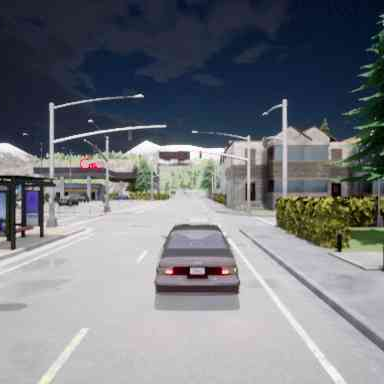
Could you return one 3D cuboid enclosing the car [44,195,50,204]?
[{"bbox_3d":[-25.859,1.258,61.028,1.932,1.855,4.605,0,0,0],"label":"car"}]

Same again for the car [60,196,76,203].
[{"bbox_3d":[-25.916,1.517,69.508,1.970,1.475,3.806,0,0,0],"label":"car"}]

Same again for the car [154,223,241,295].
[{"bbox_3d":[0.105,1.543,8.828,2.033,1.411,5.357,0,0,0],"label":"car"}]

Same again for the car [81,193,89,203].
[{"bbox_3d":[-22.590,1.233,68.904,1.905,1.878,3.866,0,0,0],"label":"car"}]

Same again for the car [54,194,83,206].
[{"bbox_3d":[-18.896,1.463,51.033,2.007,1.523,4.514,0,0,0],"label":"car"}]
